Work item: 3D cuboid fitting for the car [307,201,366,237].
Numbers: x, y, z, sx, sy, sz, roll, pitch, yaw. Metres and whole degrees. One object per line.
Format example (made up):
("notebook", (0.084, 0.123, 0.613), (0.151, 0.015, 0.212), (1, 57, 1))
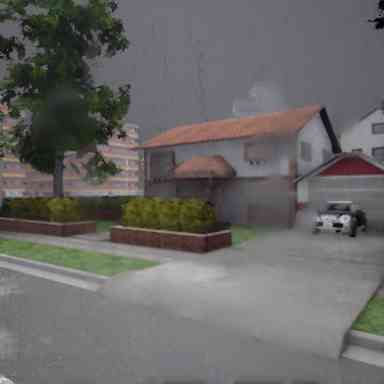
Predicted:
("car", (6.789, 1.178, 15.477), (1.970, 1.475, 3.806), (0, 0, 36))
